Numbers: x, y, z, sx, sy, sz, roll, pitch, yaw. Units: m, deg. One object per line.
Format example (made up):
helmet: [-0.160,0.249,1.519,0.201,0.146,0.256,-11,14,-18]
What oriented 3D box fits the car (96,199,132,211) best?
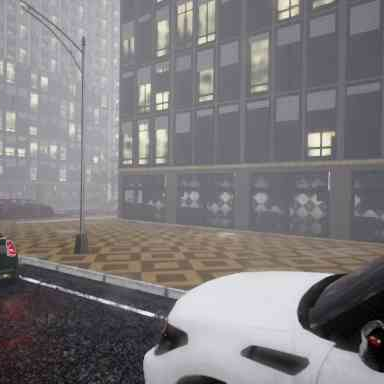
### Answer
car: [-10.710,1.749,46.079,1.837,1.490,4.892,1,0,36]

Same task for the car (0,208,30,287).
car: [-6.237,1.348,8.106,4.553,1.767,2.097,0,0,35]

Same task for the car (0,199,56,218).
car: [-15.199,1.518,30.221,2.192,1.841,5.009,1,0,36]

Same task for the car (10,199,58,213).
car: [-18.712,1.641,39.590,1.752,1.417,4.829,1,0,36]

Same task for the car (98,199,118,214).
car: [-8.417,1.829,39.444,1.752,1.417,4.829,1,0,36]

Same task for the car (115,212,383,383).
car: [2.232,1.222,2.091,5.566,2.045,2.150,0,0,36]
